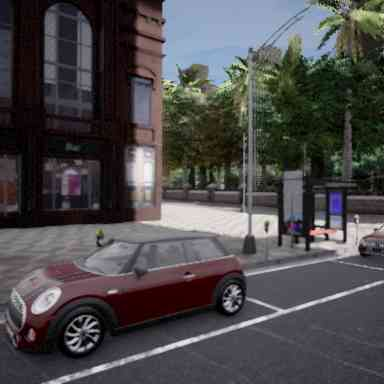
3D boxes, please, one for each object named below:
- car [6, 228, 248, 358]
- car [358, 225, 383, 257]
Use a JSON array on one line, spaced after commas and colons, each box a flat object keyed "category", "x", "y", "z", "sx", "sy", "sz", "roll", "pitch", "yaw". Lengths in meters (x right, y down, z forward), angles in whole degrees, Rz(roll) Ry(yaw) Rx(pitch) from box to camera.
[{"category": "car", "x": -0.990, "y": 1.465, "z": 5.948, "sx": 4.097, "sy": 1.590, "sz": 1.967, "roll": 1, "pitch": -1, "yaw": -36}, {"category": "car", "x": 7.841, "y": 1.712, "z": 12.252, "sx": 4.206, "sy": 1.307, "sz": 1.802, "roll": 1, "pitch": -1, "yaw": -36}]
